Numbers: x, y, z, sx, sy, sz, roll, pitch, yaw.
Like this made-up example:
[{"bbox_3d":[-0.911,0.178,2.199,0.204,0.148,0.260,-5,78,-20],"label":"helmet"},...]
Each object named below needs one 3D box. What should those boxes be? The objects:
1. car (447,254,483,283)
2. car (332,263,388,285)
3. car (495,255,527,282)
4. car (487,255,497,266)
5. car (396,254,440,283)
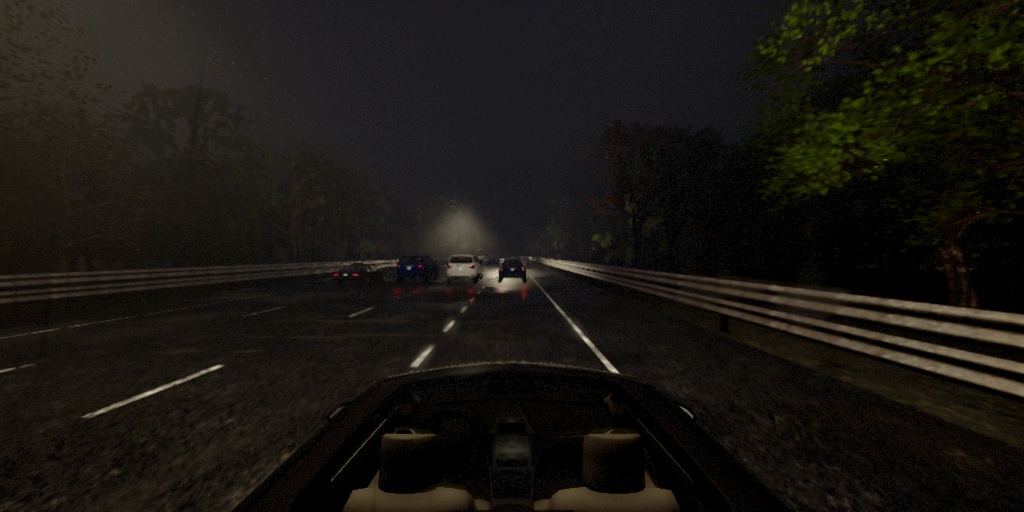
[{"bbox_3d":[-3.457,0.887,26.962,2.150,2.045,5.566,0,1,0],"label":"car"},{"bbox_3d":[-10.476,1.218,25.090,2.033,1.411,5.357,0,0,0],"label":"car"},{"bbox_3d":[0.049,1.011,28.026,2.097,1.767,4.553,0,0,0],"label":"car"},{"bbox_3d":[-3.312,0.764,64.834,2.150,2.045,5.566,0,0,0],"label":"car"},{"bbox_3d":[-6.957,0.887,26.977,2.150,2.045,5.566,0,1,0],"label":"car"}]
